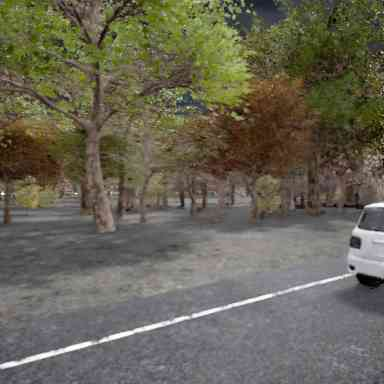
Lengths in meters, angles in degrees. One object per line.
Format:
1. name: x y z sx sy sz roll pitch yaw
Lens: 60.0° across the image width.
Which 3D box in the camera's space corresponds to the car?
1. car: 6.041 1.234 8.058 5.566 2.045 2.150 0 0 -35
